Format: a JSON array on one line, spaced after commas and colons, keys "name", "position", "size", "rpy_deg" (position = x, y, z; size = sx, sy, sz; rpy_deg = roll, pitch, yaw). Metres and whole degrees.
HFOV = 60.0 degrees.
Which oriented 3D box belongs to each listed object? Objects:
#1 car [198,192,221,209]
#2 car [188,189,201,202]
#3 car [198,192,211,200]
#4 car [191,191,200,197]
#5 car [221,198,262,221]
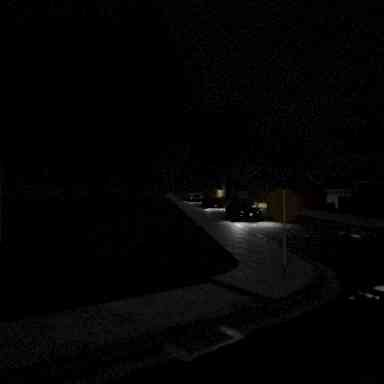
[{"name": "car", "position": [2.337, 1.123, 39.057], "size": [2.033, 1.411, 5.357], "rpy_deg": [-1, 1, -6]}, {"name": "car", "position": [0.606, 0.557, 56.302], "size": [2.150, 2.045, 5.566], "rpy_deg": [-1, 1, -5]}, {"name": "car", "position": [2.459, 0.773, 65.436], "size": [1.895, 1.301, 4.718], "rpy_deg": [-1, 1, -6]}, {"name": "car", "position": [0.810, 0.434, 81.305], "size": [1.812, 1.442, 4.674], "rpy_deg": [-1, 1, -6]}, {"name": "car", "position": [3.780, 1.264, 25.123], "size": [1.837, 1.490, 4.892], "rpy_deg": [-1, 1, -6]}]
